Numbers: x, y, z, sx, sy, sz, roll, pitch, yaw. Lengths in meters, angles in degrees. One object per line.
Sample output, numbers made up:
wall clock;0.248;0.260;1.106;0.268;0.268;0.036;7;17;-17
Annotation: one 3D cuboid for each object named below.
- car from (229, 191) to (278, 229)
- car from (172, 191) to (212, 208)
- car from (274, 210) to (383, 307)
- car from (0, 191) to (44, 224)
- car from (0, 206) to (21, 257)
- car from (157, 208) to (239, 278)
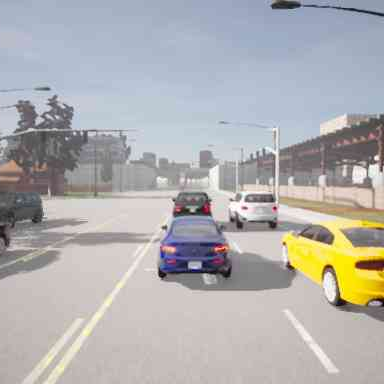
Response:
car;3.512;0.956;19.757;2.150;2.045;5.566;0;1;0
car;0.018;0.961;19.246;2.150;2.045;5.566;0;1;0
car;3.566;1.392;7.802;1.882;1.535;5.008;0;0;0
car;-10.639;0.968;19.252;2.150;2.045;5.566;0;1;0
car;-7.134;1.374;9.359;1.882;1.535;5.008;0;1;0
car;0.058;1.416;9.632;1.812;1.442;4.674;0;1;0
